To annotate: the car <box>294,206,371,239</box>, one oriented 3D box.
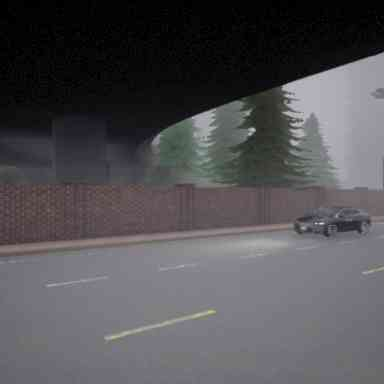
[{"bbox_3d":[7.428,1.486,17.446,4.902,1.511,2.128,0,0,-34],"label":"car"}]
